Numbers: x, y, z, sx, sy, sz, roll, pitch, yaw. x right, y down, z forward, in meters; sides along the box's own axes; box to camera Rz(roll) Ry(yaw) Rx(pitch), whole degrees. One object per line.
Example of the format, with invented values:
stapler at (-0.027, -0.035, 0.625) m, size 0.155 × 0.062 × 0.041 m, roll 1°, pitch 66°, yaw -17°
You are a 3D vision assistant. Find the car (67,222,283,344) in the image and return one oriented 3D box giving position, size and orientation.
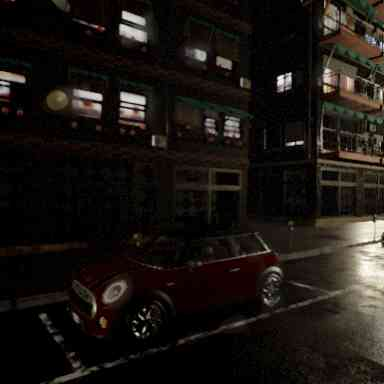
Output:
car at (-0.187, 1.441, 6.368) m, size 4.097 × 1.590 × 1.967 m, roll 0°, pitch 1°, yaw -36°

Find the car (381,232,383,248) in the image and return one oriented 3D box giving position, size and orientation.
car at (9.065, 1.554, 12.974) m, size 4.403 × 1.369 × 2.008 m, roll 0°, pitch 1°, yaw -35°
